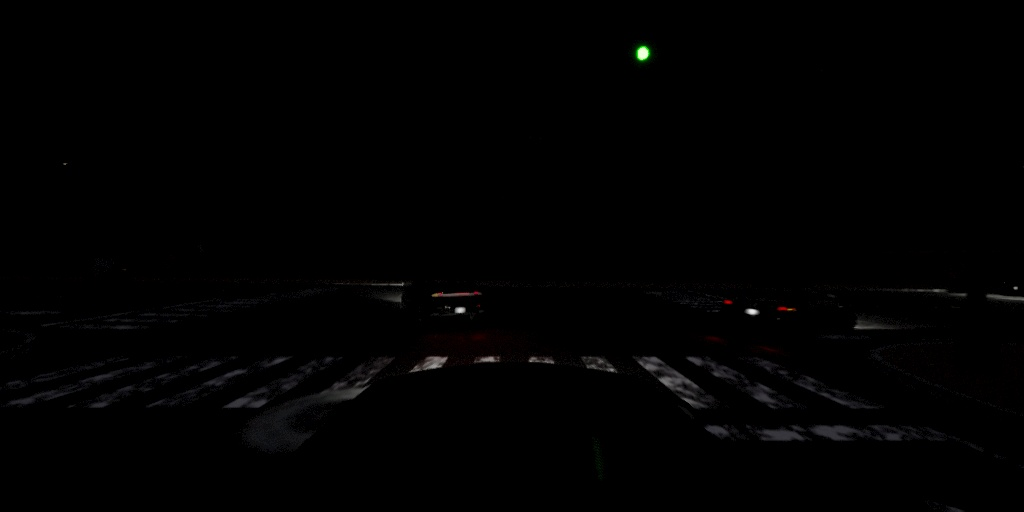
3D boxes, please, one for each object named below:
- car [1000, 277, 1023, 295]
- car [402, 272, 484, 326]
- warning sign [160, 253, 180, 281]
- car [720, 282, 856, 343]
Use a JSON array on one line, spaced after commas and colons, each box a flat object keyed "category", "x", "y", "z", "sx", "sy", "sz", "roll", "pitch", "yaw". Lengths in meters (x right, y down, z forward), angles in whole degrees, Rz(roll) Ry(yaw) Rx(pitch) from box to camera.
[{"category": "car", "x": 31.267, "y": 1.606, "z": 20.479, "sx": 4.892, "sy": 1.490, "sz": 1.837, "roll": 0, "pitch": 0, "yaw": 2}, {"category": "car", "x": -2.474, "y": 1.295, "z": 12.129, "sx": 2.128, "sy": 1.511, "sz": 4.902, "roll": 0, "pitch": 0, "yaw": -25}, {"category": "warning sign", "x": -23.462, "y": 0.721, "z": 24.634, "sx": 1.060, "sy": 1.860, "sz": 1.300, "roll": 0, "pitch": 0, "yaw": 1}, {"category": "car", "x": 7.954, "y": 1.466, "z": 10.354, "sx": 4.181, "sy": 1.385, "sz": 1.994, "roll": 2, "pitch": 0, "yaw": -31}]
